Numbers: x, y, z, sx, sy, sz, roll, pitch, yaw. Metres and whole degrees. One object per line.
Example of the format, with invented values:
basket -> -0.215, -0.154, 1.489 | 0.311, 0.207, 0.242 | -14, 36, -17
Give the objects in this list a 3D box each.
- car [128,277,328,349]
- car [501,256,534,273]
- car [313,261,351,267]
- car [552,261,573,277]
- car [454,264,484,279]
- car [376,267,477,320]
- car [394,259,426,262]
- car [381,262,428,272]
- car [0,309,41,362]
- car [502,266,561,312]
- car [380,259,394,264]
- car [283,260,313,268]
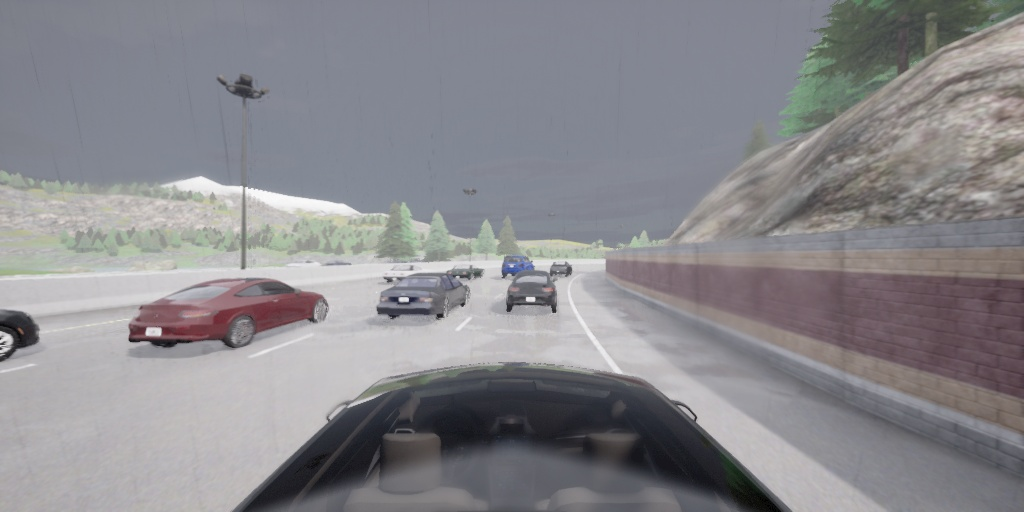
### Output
car -> -6.594, 1.256, 9.012 | 1.812, 1.442, 4.674 | 0, 0, 3
car -> 0.609, 0.977, 33.251 | 2.150, 2.045, 5.566 | 0, 0, 14
car -> -21.876, 1.250, 44.475 | 1.994, 1.385, 4.181 | 0, 0, 16
car -> 4.982, 1.261, 36.029 | 2.128, 1.511, 4.902 | 0, 0, 15
car -> -3.757, 1.342, 29.885 | 1.895, 1.301, 4.718 | 0, 0, 12
car -> -2.847, 1.290, 12.693 | 2.033, 1.411, 5.357 | 0, 0, 5
car -> -13.250, 1.203, 48.771 | 2.128, 1.511, 4.902 | 0, 0, 18
car -> -7.842, 1.329, 27.352 | 1.895, 1.301, 4.718 | 0, 0, 11
car -> -10.269, 1.223, 4.990 | 1.837, 1.490, 4.892 | 0, 0, 1
car -> 0.839, 1.280, 14.246 | 1.812, 1.442, 4.674 | 0, 0, 5
car -> -16.557, 1.194, 49.941 | 2.128, 1.511, 4.902 | 0, 0, 19
car -> -25.638, 1.199, 44.075 | 1.812, 1.442, 4.674 | 0, 0, 16
